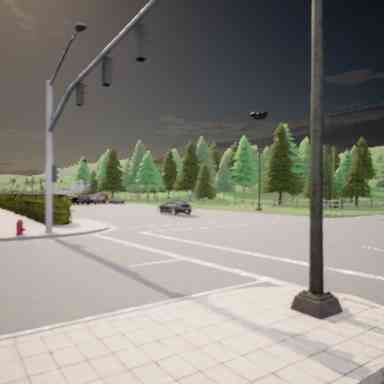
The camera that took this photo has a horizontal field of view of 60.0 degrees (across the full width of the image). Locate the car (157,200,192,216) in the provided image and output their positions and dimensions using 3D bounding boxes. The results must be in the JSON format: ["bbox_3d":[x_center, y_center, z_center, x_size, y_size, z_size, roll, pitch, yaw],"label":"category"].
[{"bbox_3d":[-1.847,1.605,34.061,1.837,1.490,4.892,0,0,-34],"label":"car"}]

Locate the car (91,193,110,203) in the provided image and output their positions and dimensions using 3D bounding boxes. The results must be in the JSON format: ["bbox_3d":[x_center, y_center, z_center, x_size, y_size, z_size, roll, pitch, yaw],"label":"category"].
[{"bbox_3d":[-19.976,1.198,72.591,2.150,2.045,5.566,0,0,-35],"label":"car"}]

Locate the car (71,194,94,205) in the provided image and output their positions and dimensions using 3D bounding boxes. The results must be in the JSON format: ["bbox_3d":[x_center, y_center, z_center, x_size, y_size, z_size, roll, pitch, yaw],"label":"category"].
[{"bbox_3d":[-20.300,1.323,60.724,2.150,2.045,5.566,0,0,-35],"label":"car"}]

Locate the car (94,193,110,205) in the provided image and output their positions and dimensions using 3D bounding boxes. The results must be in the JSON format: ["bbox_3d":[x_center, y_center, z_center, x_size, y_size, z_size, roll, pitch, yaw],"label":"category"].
[{"bbox_3d":[-18.075,1.473,63.663,2.097,1.767,4.553,0,0,-35],"label":"car"}]

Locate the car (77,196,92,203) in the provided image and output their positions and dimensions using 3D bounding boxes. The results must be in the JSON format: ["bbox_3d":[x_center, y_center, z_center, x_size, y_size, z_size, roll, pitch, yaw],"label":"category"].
[{"bbox_3d":[-22.842,1.506,70.579,1.994,1.385,4.181,0,0,-35],"label":"car"}]

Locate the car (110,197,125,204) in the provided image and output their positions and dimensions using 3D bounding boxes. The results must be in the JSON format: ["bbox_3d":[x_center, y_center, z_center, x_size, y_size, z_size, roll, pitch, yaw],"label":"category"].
[{"bbox_3d":[-14.758,1.704,65.014,1.994,1.385,4.181,0,0,-35],"label":"car"}]
